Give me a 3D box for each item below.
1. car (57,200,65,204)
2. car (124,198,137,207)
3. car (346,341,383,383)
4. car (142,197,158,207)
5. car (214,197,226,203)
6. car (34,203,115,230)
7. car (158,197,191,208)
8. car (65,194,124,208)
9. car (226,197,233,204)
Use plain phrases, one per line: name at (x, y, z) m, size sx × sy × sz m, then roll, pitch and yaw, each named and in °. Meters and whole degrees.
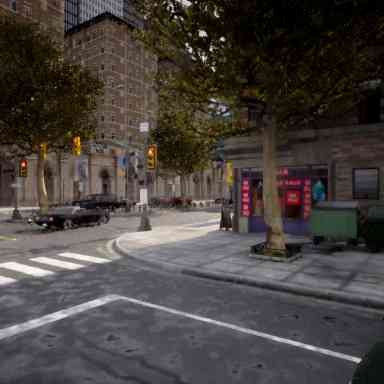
car at (-13.771, 1.547, 37.695) m, size 2.033 × 1.411 × 5.357 m, roll 0°, pitch 0°, yaw 36°
car at (-10.277, 1.595, 47.932) m, size 1.895 × 1.301 × 4.718 m, roll 0°, pitch 0°, yaw 36°
car at (3.116, 1.602, 1.356) m, size 4.718 × 1.301 × 1.895 m, roll 0°, pitch 0°, yaw 39°
car at (-5.301, 1.526, 49.423) m, size 1.812 × 1.442 × 4.674 m, roll 0°, pitch 0°, yaw 36°
car at (6.019, 1.593, 64.993) m, size 1.994 × 1.385 × 4.181 m, roll 0°, pitch 0°, yaw 36°
car at (-7.419, 1.601, 21.228) m, size 1.895 × 1.301 × 4.718 m, roll 0°, pitch 0°, yaw 29°
car at (-2.123, 1.478, 47.867) m, size 1.882 × 1.535 × 5.008 m, roll 0°, pitch 1°, yaw 36°
car at (-10.506, 1.221, 36.241) m, size 2.150 × 2.045 × 5.566 m, roll 0°, pitch 0°, yaw 36°
car at (8.841, 1.613, 62.922) m, size 1.895 × 1.301 × 4.718 m, roll 0°, pitch 0°, yaw 36°
